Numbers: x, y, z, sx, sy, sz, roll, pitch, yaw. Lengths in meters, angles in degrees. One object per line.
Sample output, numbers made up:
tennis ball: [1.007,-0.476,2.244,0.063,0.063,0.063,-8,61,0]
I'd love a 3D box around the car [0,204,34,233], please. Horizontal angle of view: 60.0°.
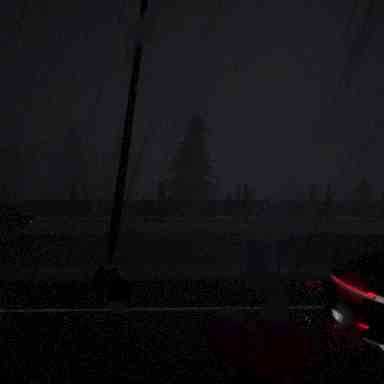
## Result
car: [-11.277,1.403,18.195,4.902,1.511,2.128,0,0,-3]

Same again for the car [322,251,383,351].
car: [4.422,1.504,4.717,4.902,1.511,2.128,0,0,-3]
